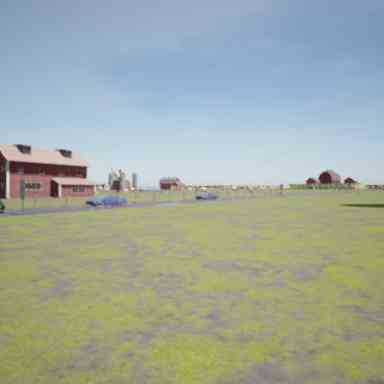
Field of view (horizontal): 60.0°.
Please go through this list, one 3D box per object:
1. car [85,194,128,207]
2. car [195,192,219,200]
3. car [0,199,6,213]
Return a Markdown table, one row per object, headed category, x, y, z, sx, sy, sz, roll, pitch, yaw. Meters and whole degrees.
| category | x | y | z | sx | sy | sz | roll | pitch | yaw |
| --- | --- | --- | --- | --- | --- | --- | --- | --- | --- |
| car | -10.271 | 0.991 | 40.296 | 2.033 | 1.411 | 5.357 | 1 | 1 | 36 |
| car | 2.692 | 0.663 | 57.866 | 2.033 | 1.411 | 5.357 | 1 | 1 | 36 |
| car | -18.743 | 1.006 | 28.701 | 2.097 | 1.767 | 4.553 | 1 | 1 | 36 |
